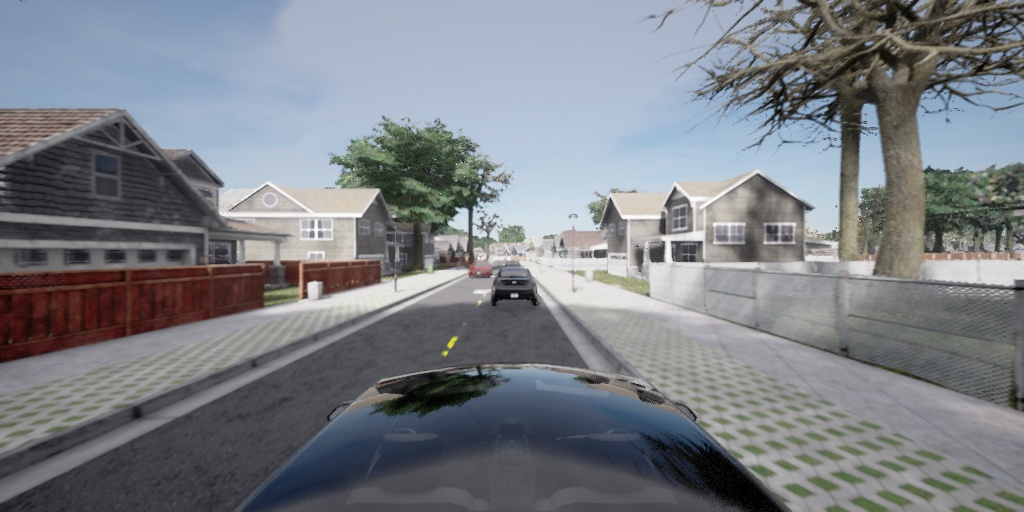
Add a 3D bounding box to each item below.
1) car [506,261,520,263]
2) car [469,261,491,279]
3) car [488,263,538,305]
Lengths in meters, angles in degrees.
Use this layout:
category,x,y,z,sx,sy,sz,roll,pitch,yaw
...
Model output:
category,x,y,z,sx,sy,sz,roll,pitch,yaw
car,0.090,1.209,36.902,1.837,1.490,4.892,0,0,0
car,-2.787,1.188,32.753,1.882,1.535,5.008,0,0,0
car,0.096,1.238,15.856,1.837,1.490,4.892,0,0,0
